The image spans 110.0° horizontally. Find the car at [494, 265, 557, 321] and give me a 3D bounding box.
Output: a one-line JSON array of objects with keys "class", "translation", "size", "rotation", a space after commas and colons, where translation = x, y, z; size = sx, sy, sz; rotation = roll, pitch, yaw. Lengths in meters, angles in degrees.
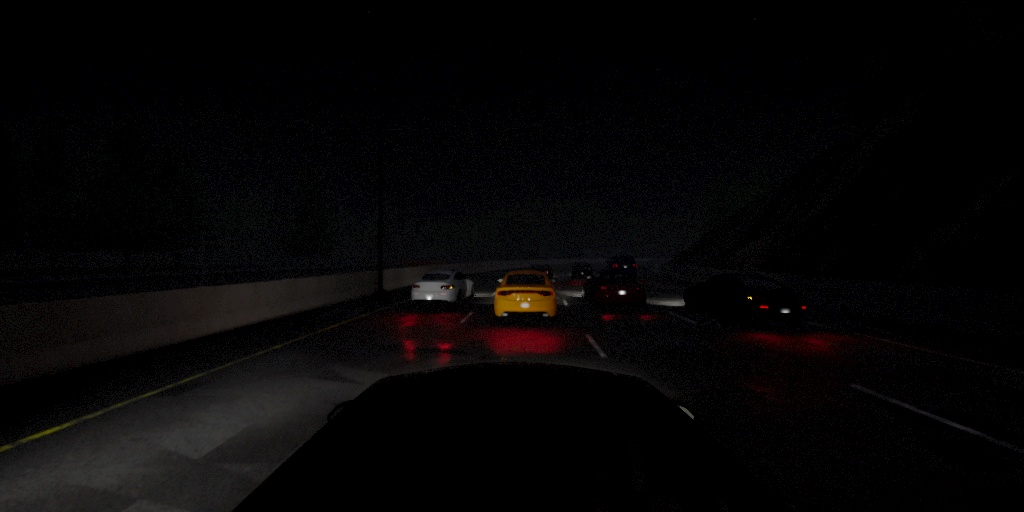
[{"class": "car", "translation": [0.509, 1.230, 12.518], "size": [1.882, 1.535, 5.008], "rotation": [0, 0, 3]}]

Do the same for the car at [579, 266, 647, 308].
[{"class": "car", "translation": [4.208, 1.323, 15.229], "size": [1.994, 1.385, 4.181], "rotation": [0, 0, 4]}]

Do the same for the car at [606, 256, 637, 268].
[{"class": "car", "translation": [9.828, 0.993, 32.300], "size": [2.150, 2.045, 5.566], "rotation": [0, 0, 10]}]

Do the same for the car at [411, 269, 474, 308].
[{"class": "car", "translation": [-2.816, 1.272, 15.215], "size": [1.812, 1.442, 4.674], "rotation": [0, 0, 4]}]

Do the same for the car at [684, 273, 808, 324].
[{"class": "car", "translation": [7.478, 1.291, 11.940], "size": [1.812, 1.442, 4.674], "rotation": [0, 0, 3]}]

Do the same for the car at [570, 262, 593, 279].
[{"class": "car", "translation": [6.376, 1.257, 32.727], "size": [2.128, 1.511, 4.902], "rotation": [0, 0, 10]}]
